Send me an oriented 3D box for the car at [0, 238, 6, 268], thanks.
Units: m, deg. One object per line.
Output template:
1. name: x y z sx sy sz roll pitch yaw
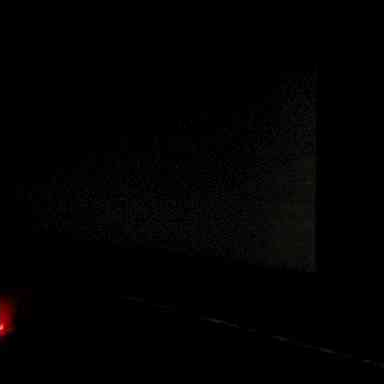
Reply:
1. car: -6.862 1.421 8.884 4.902 1.511 2.128 0 0 35
